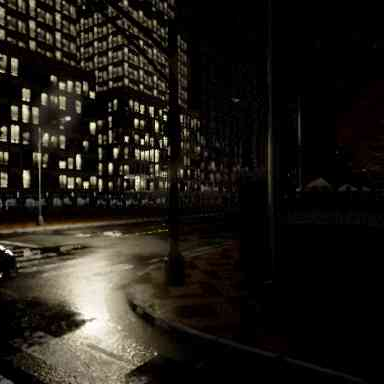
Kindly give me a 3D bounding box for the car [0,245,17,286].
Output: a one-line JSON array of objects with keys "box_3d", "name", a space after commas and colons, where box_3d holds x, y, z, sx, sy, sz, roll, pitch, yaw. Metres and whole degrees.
[{"box_3d": [-6.404, 1.469, 7.314, 2.097, 1.767, 4.553, -1, -1, 34], "name": "car"}]
